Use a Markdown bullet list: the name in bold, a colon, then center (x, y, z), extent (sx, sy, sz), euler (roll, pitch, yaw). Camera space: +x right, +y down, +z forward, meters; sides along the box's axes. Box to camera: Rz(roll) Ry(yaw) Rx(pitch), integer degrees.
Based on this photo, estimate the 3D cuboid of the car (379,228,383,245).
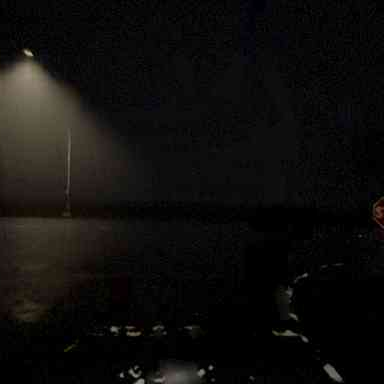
- **car**: center (11.180, 1.910, 15.038), extent (4.553, 1.767, 2.097), euler (2, 1, 0)
